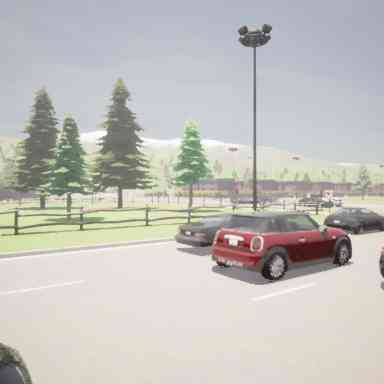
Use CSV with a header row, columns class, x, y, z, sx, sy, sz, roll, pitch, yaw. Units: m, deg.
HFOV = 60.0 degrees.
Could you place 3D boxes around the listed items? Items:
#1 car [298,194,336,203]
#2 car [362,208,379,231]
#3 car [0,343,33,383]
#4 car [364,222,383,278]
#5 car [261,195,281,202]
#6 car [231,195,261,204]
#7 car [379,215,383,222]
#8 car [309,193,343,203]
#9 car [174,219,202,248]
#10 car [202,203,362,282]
class,x,y,z,sx,sy,sz,roll,pitch,yaw
car,17.687,1.503,48.011,1.837,1.490,4.892,0,0,-35
car,9.414,1.563,19.030,4.181,1.385,1.994,0,0,-35
car,-3.300,1.507,1.396,4.892,1.490,1.837,-1,0,-35
car,6.482,1.525,8.356,4.674,1.442,1.812,0,0,-35
car,13.756,1.352,59.746,2.097,1.767,4.553,0,0,-35
car,9.331,1.545,59.990,2.033,1.411,5.357,0,0,-35
car,11.194,1.525,16.003,4.674,1.442,1.812,0,0,-35
car,20.086,1.219,50.693,2.150,2.045,5.566,0,0,-35
car,1.890,1.547,13.678,5.357,1.411,2.033,0,0,-35
car,2.827,1.351,10.050,4.553,1.767,2.097,0,0,-35
